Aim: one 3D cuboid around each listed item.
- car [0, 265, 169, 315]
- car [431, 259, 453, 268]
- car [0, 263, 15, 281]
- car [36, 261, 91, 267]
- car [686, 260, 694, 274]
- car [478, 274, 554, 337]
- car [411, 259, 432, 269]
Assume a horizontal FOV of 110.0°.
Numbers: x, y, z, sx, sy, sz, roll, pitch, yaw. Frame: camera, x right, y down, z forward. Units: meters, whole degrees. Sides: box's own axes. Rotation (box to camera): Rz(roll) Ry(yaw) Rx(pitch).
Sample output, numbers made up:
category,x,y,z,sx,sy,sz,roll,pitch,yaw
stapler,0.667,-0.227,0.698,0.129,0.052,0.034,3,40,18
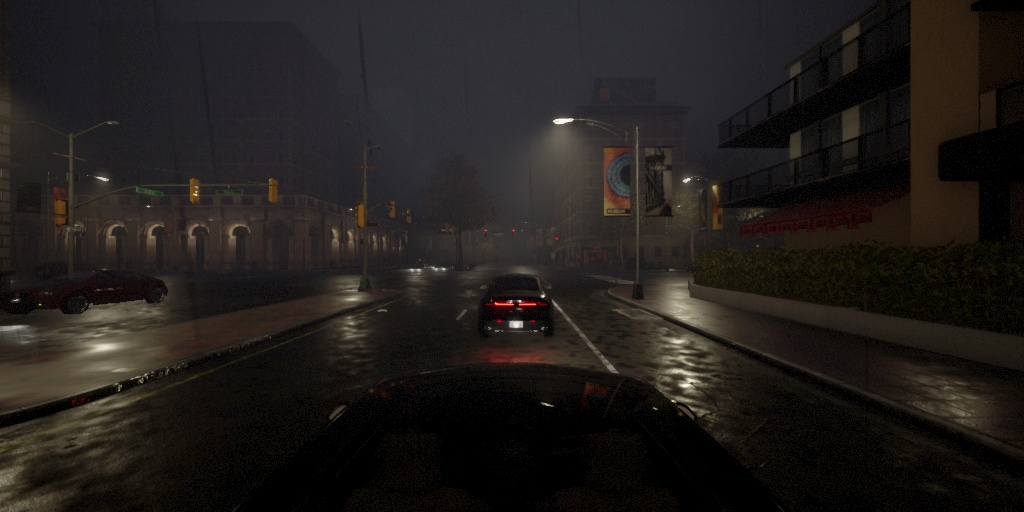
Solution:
category,x,y,z,sx,sy,sz,roll,pitch,yaw
car,-14.961,1.157,12.806,1.994,1.385,4.181,0,0,0
car,-11.357,1.314,58.700,1.994,1.385,4.181,0,0,0
car,-43.692,1.276,28.952,4.674,1.442,1.812,0,0,0
car,-34.688,1.314,28.853,4.181,1.385,1.994,0,0,0
car,21.863,1.351,39.565,4.718,1.301,1.895,0,0,0
car,0.109,1.255,10.304,1.837,1.490,4.892,0,0,0
car,-14.862,1.241,57.928,2.128,1.511,4.902,0,0,0
